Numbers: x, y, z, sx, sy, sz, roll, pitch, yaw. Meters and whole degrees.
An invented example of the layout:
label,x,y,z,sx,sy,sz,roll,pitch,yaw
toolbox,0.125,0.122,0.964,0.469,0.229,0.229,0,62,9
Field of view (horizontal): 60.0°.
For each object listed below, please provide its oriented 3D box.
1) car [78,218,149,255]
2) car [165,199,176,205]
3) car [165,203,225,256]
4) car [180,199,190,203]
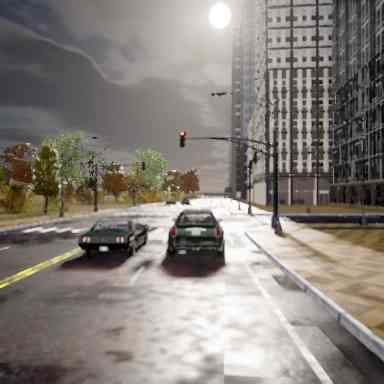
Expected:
label,x,y,z,sx,sy,sz,roll,pitch,yaw
car,-3.035,1.738,13.983,1.895,1.301,4.718,0,-1,2
car,-4.695,2.278,73.689,1.994,1.385,4.181,0,-1,5
car,0.213,1.487,13.838,2.097,1.767,4.553,0,-1,2
car,-1.459,2.225,73.394,1.837,1.490,4.892,0,-1,5
